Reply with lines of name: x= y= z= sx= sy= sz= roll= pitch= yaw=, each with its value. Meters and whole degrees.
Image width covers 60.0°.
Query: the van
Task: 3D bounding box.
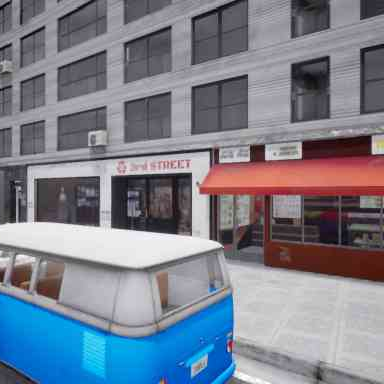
van: x=-1.434 y=1.341 z=4.110 sx=3.998 sy=1.788 sz=1.690 roll=0 pitch=0 yaw=36
